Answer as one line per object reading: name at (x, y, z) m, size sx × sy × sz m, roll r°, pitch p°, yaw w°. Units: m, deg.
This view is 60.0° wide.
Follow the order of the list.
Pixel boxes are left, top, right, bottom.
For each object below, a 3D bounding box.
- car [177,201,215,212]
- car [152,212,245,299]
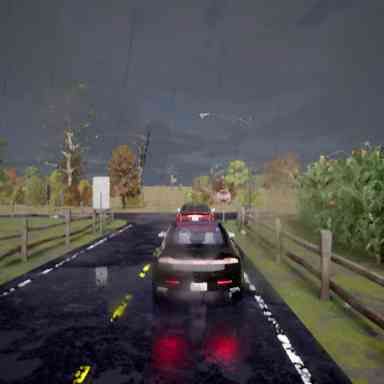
car at (0.222, 1.328, 18.399) m, size 2.097 × 1.767 × 4.553 m, roll 0°, pitch 0°, yaw 2°
car at (0.127, 1.481, 8.376) m, size 2.128 × 1.511 × 4.902 m, roll 0°, pitch 0°, yaw 0°
